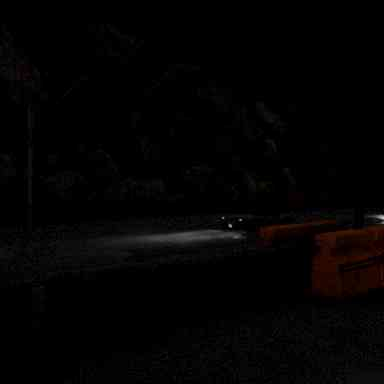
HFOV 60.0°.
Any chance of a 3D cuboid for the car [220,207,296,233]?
[{"bbox_3d":[3.935,1.560,19.691,4.718,1.301,1.895,0,0,-35],"label":"car"}]
